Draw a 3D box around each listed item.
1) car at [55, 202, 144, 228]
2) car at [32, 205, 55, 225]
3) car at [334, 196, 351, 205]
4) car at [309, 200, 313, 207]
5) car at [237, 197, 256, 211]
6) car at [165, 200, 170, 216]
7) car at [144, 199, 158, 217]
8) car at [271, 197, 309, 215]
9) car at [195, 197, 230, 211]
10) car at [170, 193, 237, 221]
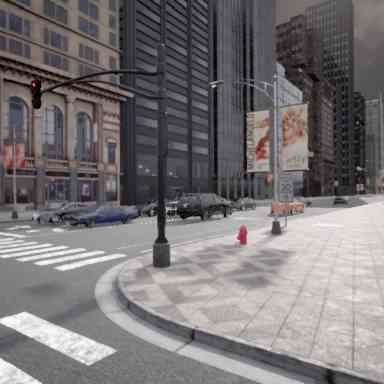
[{"bbox_3d":[-6.004,1.503,22.392,2.033,1.411,5.357,0,0,35],"label":"car"},{"bbox_3d":[-8.961,1.471,23.925,2.128,1.511,4.902,0,0,33],"label":"car"},{"bbox_3d":[23.938,1.330,52.937,1.837,1.490,4.892,0,0,35],"label":"car"},{"bbox_3d":[15.268,1.407,46.408,2.033,1.411,5.357,0,0,36],"label":"car"},{"bbox_3d":[5.897,1.410,39.105,1.837,1.490,4.892,0,0,35],"label":"car"},{"bbox_3d":[-0.103,1.151,30.694,2.150,2.045,5.566,0,0,35],"label":"car"},{"bbox_3d":[-3.460,1.460,31.575,1.837,1.490,4.892,0,0,35],"label":"car"},{"bbox_3d":[9.413,1.218,32.512,2.097,1.767,4.553,0,0,35],"label":"car"},{"bbox_3d":[2.569,1.436,40.038,1.837,1.490,4.892,0,0,36],"label":"car"},{"bbox_3d":[1.062,1.136,26.381,2.150,2.045,5.566,0,0,35],"label":"car"}]
